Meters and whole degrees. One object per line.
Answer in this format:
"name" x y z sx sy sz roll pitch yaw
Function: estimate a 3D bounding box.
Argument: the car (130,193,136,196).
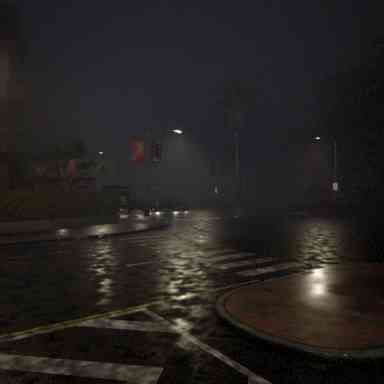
"car" -13.507 1.220 68.396 2.150 2.045 5.566 0 0 -39

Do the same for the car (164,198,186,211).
"car" -2.550 1.526 40.691 1.812 1.442 4.674 0 0 -35

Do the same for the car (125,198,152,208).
"car" -7.785 1.601 48.140 1.895 1.301 4.718 0 0 -35

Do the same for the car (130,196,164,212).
"car" -5.846 1.547 39.287 2.033 1.411 5.357 0 0 -35
